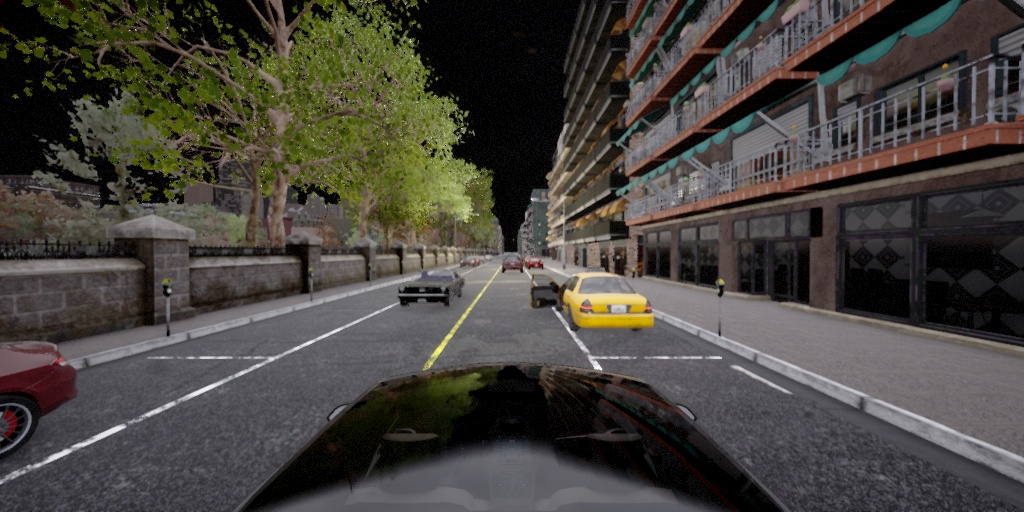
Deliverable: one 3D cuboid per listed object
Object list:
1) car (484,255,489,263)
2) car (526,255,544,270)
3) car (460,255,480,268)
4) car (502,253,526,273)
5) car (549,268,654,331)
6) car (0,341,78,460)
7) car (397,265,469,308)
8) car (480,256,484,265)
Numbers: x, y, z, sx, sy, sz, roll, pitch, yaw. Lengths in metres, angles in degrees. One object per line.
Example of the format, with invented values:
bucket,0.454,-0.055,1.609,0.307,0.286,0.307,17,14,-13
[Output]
car,-5.671,0.649,64.189,2.007,1.370,4.403,0,0,0
car,2.703,0.869,41.667,1.888,1.381,4.507,0,0,0
car,-5.676,0.707,47.300,1.967,1.591,4.097,0,0,0
car,0.069,0.727,36.697,2.097,1.767,4.553,0,1,0
car,2.352,1.110,10.460,1.801,1.575,5.366,0,1,0
car,-5.689,1.326,2.259,1.802,1.307,4.207,0,0,0
car,-3.096,1.210,14.562,1.895,1.301,4.718,0,1,0
car,-5.675,0.650,52.927,1.967,1.591,4.097,0,0,0
